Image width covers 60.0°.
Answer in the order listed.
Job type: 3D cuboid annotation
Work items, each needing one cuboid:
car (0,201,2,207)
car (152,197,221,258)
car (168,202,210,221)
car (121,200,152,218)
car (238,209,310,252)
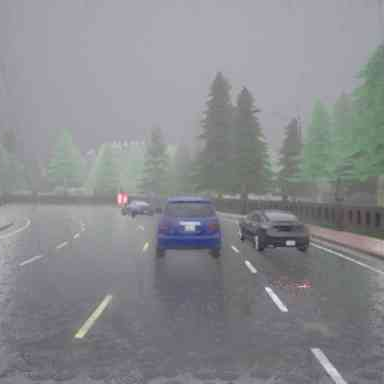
[{"bbox_3d":[-28.172,1.393,45.169,5.008,1.535,1.882,0,0,19],"label":"car"},{"bbox_3d":[-0.241,1.199,12.915,2.150,2.045,5.566,0,0,-4],"label":"car"},{"bbox_3d":[-0.383,1.548,28.208,1.895,1.301,4.718,0,0,-23],"label":"car"},{"bbox_3d":[-4.875,1.470,29.485,1.812,1.442,4.674,0,0,-27],"label":"car"},{"bbox_3d":[3.173,1.479,13.684,1.837,1.490,4.892,0,0,-4],"label":"car"}]
